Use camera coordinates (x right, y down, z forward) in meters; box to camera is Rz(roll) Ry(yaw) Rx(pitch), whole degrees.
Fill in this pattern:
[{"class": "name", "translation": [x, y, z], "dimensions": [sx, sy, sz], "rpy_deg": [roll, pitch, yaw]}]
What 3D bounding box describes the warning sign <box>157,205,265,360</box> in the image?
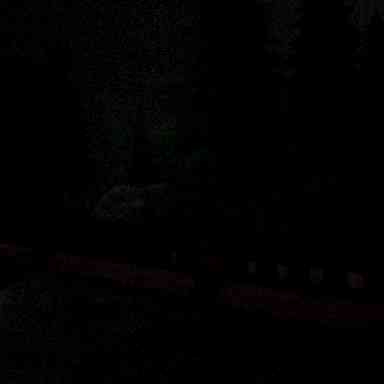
[{"class": "warning sign", "translation": [0.320, 1.142, 4.928], "dimensions": [1.060, 1.860, 1.300], "rpy_deg": [-1, 0, 35]}]
